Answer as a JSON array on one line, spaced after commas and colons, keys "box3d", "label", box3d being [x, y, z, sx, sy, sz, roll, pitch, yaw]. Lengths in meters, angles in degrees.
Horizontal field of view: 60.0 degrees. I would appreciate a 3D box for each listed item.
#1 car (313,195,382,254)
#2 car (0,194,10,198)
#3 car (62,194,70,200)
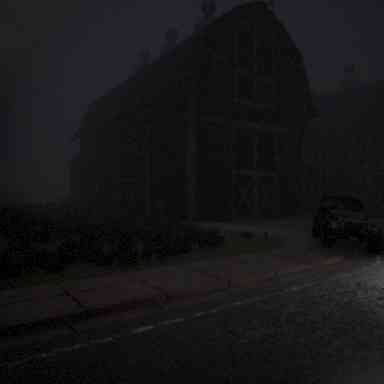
[{"box3d": [6.063, 1.131, 13.302, 1.905, 1.878, 3.866, 6, 3, 12], "label": "car"}, {"box3d": [-41.233, 1.332, 73.091, 1.932, 1.855, 4.605, 0, 0, -35], "label": "car"}, {"box3d": [-25.273, 1.323, 68.114, 1.905, 1.878, 3.866, 0, 0, -35], "label": "car"}]
